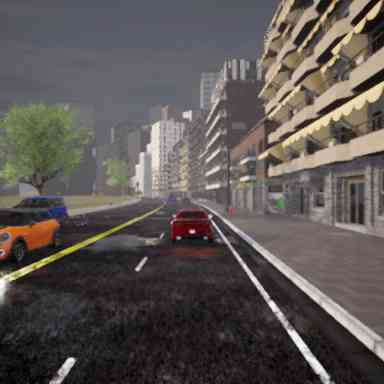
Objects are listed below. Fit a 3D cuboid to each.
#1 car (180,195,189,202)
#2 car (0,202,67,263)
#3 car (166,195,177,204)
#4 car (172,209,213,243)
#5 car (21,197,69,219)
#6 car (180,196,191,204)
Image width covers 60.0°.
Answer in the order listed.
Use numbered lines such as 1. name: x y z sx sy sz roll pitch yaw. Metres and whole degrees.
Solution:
1. car: -2.023 1.743 85.333 2.097 1.767 4.553 0 0 -5
2. car: -6.573 1.415 12.129 2.097 1.767 4.553 0 -1 0
3. car: -4.535 1.660 74.711 2.150 2.045 5.566 0 0 -4
4. car: 0.015 1.577 16.870 1.882 1.535 5.008 0 0 0
5. car: -9.734 1.331 21.134 2.150 2.045 5.566 0 -1 0
6. car: -1.312 1.922 75.243 1.882 1.535 5.008 0 0 -4
